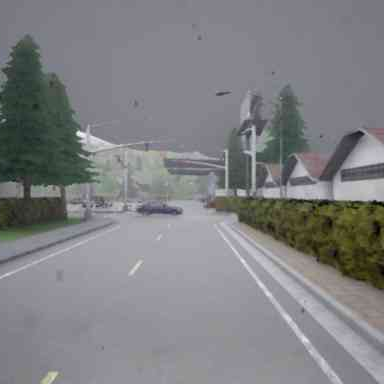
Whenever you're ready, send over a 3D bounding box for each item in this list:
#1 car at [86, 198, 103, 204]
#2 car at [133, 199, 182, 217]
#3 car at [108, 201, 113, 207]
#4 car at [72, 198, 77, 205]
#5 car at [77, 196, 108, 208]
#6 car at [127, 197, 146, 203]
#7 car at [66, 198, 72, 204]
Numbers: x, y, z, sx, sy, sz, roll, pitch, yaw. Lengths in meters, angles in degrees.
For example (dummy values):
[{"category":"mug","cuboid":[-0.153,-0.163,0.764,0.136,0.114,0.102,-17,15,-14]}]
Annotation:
[{"category":"car","cuboid":[-24.062,2.215,82.036,3.633,1.501,1.845,0,-1,-1]},{"category":"car","cuboid":[-3.275,1.720,33.779,4.674,1.442,1.812,1,0,-1]},{"category":"car","cuboid":[-16.198,2.013,59.674,3.806,1.475,1.970,0,-1,-1]},{"category":"car","cuboid":[-24.043,2.084,72.044,4.514,1.523,2.007,0,-1,-1]},{"category":"car","cuboid":[-16.789,1.692,56.349,3.866,1.878,1.905,0,-1,-1]},{"category":"car","cuboid":[-16.461,2.355,93.929,5.027,1.636,2.152,0,-1,-1]},{"category":"car","cuboid":[-24.677,1.748,59.587,4.605,1.855,1.932,0,-1,-1]}]
